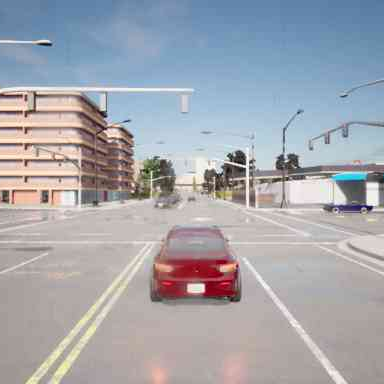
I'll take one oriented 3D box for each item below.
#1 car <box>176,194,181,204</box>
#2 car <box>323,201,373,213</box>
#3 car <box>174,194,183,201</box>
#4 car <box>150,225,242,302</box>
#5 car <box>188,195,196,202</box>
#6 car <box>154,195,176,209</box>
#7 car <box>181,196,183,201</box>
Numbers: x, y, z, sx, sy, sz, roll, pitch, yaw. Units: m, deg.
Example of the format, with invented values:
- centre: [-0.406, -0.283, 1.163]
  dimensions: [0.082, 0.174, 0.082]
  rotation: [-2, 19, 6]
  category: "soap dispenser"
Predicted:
- centre: [-3.609, 1.492, 58.635]
  dimensions: [2.128, 1.511, 4.902]
  rotation: [0, 0, 0]
  category: "car"
- centre: [16.518, 1.601, 35.454]
  dimensions: [4.718, 1.301, 1.895]
  rotation: [0, 0, 1]
  category: "car"
- centre: [-3.543, 1.349, 86.048]
  dimensions: [2.097, 1.767, 4.553]
  rotation: [0, 0, 0]
  category: "car"
- centre: [0.078, 1.526, 8.149]
  dimensions: [1.812, 1.442, 4.674]
  rotation: [0, 0, 0]
  category: "car"
- centre: [-0.040, 1.539, 79.813]
  dimensions: [2.033, 1.411, 5.357]
  rotation: [0, 0, 0]
  category: "car"
- centre: [-3.820, 1.488, 44.479]
  dimensions: [2.128, 1.511, 4.902]
  rotation: [0, 0, 3]
  category: "car"
- centre: [-3.535, 1.500, 71.419]
  dimensions: [1.837, 1.490, 4.892]
  rotation: [0, 0, 0]
  category: "car"
